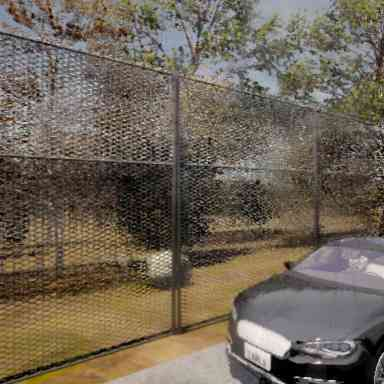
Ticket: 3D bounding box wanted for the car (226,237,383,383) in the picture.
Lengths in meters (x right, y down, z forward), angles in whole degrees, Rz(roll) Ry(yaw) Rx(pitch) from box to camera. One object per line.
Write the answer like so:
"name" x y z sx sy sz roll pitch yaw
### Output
"car" 2.692 1.499 4.985 4.902 1.511 2.128 0 0 -35
